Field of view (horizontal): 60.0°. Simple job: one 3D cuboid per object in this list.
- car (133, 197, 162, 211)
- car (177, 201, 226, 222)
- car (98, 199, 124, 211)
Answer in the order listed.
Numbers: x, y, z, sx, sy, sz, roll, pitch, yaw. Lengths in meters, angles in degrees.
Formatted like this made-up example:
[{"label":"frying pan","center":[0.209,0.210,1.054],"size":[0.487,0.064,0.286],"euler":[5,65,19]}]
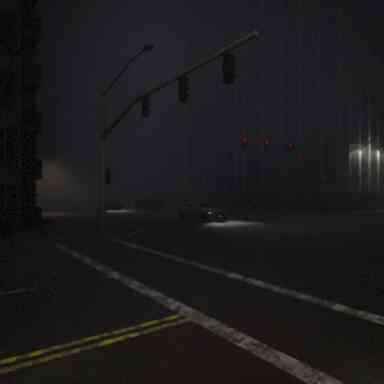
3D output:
[{"label":"car","center":[-5.467,1.406,40.729],"size":[1.882,1.535,5.008],"euler":[0,0,-35]},{"label":"car","center":[0.632,1.468,25.893],"size":[1.812,1.442,4.674],"euler":[0,0,-37]},{"label":"car","center":[-9.985,1.506,40.769],"size":[1.994,1.385,4.181],"euler":[0,0,-35]}]
